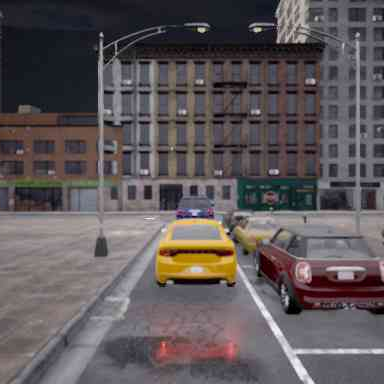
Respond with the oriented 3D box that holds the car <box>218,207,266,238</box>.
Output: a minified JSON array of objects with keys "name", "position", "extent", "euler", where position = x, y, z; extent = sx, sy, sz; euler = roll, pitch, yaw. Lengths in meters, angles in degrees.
[{"name":"car","position":[2.638,1.594,18.586],"extent":[2.008,1.369,4.403],"euler":[0,0,0]}]

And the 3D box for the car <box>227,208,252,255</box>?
[{"name":"car","position":[2.637,1.557,13.280],"extent":[1.752,1.417,4.829],"euler":[0,0,0]}]

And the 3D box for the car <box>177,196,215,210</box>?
[{"name":"car","position":[0.236,1.270,20.605],"extent":[2.150,2.045,5.566],"euler":[0,0,2]}]

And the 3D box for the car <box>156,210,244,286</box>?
[{"name":"car","position":[0.100,1.500,9.518],"extent":[1.882,1.535,5.008],"euler":[0,0,0]}]

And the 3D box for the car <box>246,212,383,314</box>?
[{"name":"car","position":[2.636,1.458,7.635],"extent":[1.967,1.590,4.097],"euler":[0,0,0]}]
